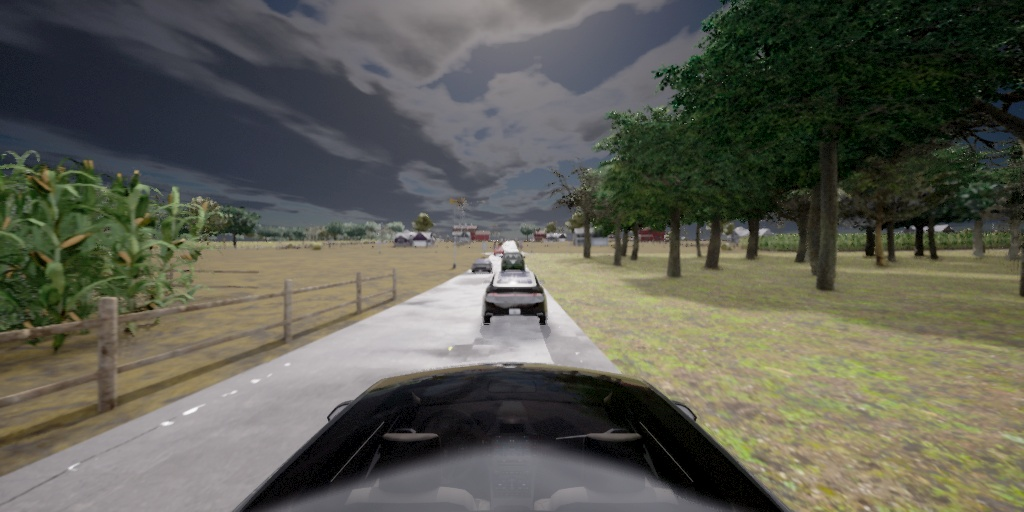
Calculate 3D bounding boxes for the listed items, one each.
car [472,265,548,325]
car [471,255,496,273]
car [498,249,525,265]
[{"bbox_3d":[0.084,1.236,11.834,2.128,1.511,4.902,0,0,0],"label":"car"},{"bbox_3d":[-2.851,0.926,35.090,2.033,1.411,5.357,0,1,0],"label":"car"},{"bbox_3d":[0.098,0.614,34.413,2.150,2.045,5.566,0,1,0],"label":"car"}]
